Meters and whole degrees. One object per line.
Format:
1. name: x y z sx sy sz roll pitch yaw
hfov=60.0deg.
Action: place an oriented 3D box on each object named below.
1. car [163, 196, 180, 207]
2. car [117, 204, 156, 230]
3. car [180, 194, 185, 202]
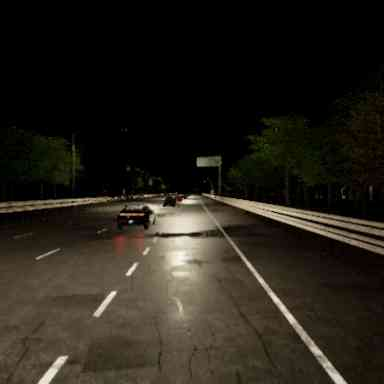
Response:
1. car: -3.342 1.527 51.011 1.837 1.490 4.892 0 0 0
2. car: -3.468 1.500 21.292 2.128 1.511 4.902 0 0 0
3. car: -3.161 1.537 76.197 1.812 1.442 4.674 0 0 0
